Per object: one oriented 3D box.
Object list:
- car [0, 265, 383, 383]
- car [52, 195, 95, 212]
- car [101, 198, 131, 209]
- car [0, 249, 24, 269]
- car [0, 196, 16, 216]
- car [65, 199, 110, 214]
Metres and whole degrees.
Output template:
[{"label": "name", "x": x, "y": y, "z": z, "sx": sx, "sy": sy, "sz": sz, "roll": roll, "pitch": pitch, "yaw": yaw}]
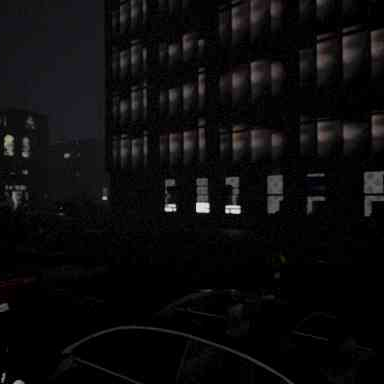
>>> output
[{"label": "car", "x": 0.053, "y": 1.555, "z": 2.837, "sx": 4.403, "sy": 1.369, "sz": 2.008, "roll": 0, "pitch": 0, "yaw": 35}, {"label": "car", "x": -14.632, "y": 1.460, "z": 41.727, "sx": 2.150, "sy": 2.045, "sz": 5.566, "roll": -1, "pitch": -1, "yaw": 36}, {"label": "car", "x": -11.481, "y": 1.744, "z": 50.433, "sx": 1.967, "sy": 1.590, "sz": 4.097, "roll": -1, "pitch": -1, "yaw": 36}, {"label": "car", "x": -4.589, "y": 1.564, "z": 6.130, "sx": 4.507, "sy": 1.381, "sz": 1.887, "roll": 0, "pitch": 0, "yaw": 35}, {"label": "car", "x": -20.735, "y": 1.409, "z": 33.415, "sx": 2.150, "sy": 2.045, "sz": 5.566, "roll": -1, "pitch": -1, "yaw": 36}, {"label": "car", "x": -11.233, "y": 1.763, "z": 36.527, "sx": 1.802, "sy": 1.307, "sz": 4.206, "roll": -1, "pitch": -1, "yaw": 36}]
